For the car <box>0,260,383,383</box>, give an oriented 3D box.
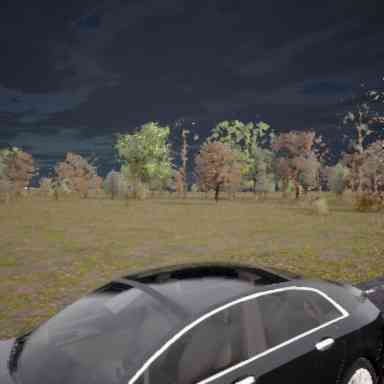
[{"bbox_3d":[-0.132,1.504,2.965,4.892,1.490,1.837,0,0,-36],"label":"car"}]
